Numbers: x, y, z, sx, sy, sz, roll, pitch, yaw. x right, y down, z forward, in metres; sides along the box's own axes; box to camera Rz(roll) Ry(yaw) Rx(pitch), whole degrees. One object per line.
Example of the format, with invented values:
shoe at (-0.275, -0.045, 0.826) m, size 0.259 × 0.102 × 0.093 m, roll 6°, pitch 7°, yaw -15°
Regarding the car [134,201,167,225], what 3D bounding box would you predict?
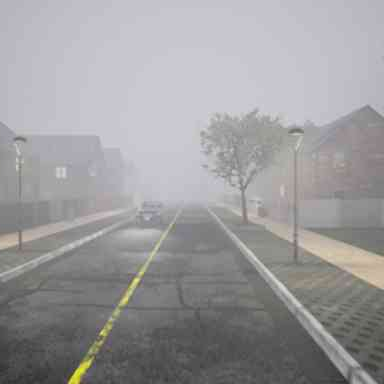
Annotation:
car at (-2.798, 1.390, 23.422) m, size 2.128 × 1.511 × 4.902 m, roll 0°, pitch 0°, yaw 0°
